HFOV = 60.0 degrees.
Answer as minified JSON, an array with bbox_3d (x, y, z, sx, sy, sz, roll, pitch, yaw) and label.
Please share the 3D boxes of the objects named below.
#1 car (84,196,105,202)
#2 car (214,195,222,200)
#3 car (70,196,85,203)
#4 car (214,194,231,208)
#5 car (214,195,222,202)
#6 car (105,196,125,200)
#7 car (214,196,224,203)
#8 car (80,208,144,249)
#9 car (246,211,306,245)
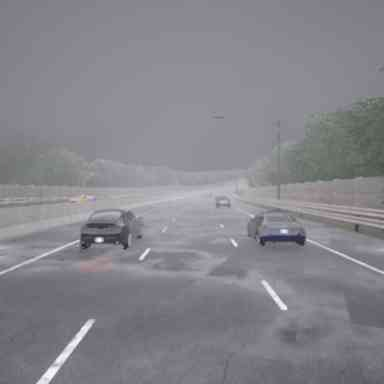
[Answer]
[{"bbox_3d":[-16.149,1.529,56.766,1.895,1.301,4.718,0,0,3],"label":"car"},{"bbox_3d":[7.106,1.578,91.506,1.994,1.385,4.181,0,0,4],"label":"car"},{"bbox_3d":[-19.586,1.396,58.090,1.882,1.535,5.008,0,0,3],"label":"car"},{"bbox_3d":[4.498,1.408,48.010,2.033,1.649,4.856,0,0,2],"label":"car"},{"bbox_3d":[6.303,1.484,80.642,1.882,1.535,5.008,0,0,4],"label":"car"},{"bbox_3d":[-12.652,1.415,56.780,1.882,1.535,5.008,0,0,3],"label":"car"},{"bbox_3d":[5.600,1.559,69.771,1.994,1.385,4.181,0,0,3],"label":"car"},{"bbox_3d":[-3.297,1.470,14.349,1.837,1.490,4.892,0,0,1],"label":"car"},{"bbox_3d":[3.717,1.537,15.301,1.994,1.385,4.181,0,0,1],"label":"car"}]
